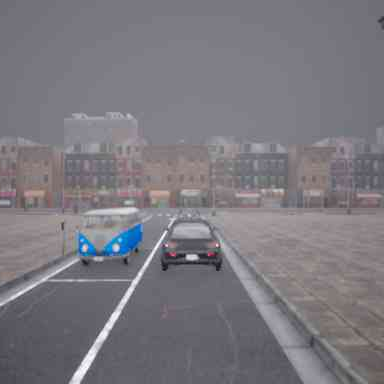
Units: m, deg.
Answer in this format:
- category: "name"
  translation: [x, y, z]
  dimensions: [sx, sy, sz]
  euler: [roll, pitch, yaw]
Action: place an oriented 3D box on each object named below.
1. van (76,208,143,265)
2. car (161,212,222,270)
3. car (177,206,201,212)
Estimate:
- category: "van"
  translation: [-2.784, 1.480, 11.914]
  dimensions: [1.690, 1.788, 3.998]
  euler: [-1, -1, -1]
- category: "car"
  translation: [-0.035, 1.658, 11.480]
  dimensions: [1.812, 1.442, 4.674]
  euler: [0, 0, -1]
- category: "car"
  translation: [-0.233, 1.866, 27.276]
  dimensions: [2.033, 1.411, 5.357]
  euler: [0, -1, -1]
